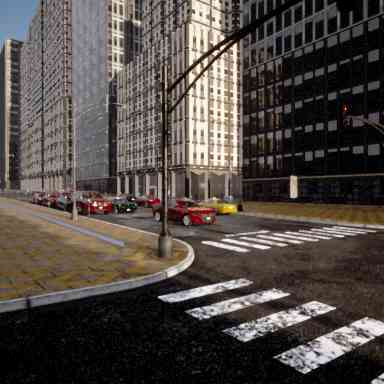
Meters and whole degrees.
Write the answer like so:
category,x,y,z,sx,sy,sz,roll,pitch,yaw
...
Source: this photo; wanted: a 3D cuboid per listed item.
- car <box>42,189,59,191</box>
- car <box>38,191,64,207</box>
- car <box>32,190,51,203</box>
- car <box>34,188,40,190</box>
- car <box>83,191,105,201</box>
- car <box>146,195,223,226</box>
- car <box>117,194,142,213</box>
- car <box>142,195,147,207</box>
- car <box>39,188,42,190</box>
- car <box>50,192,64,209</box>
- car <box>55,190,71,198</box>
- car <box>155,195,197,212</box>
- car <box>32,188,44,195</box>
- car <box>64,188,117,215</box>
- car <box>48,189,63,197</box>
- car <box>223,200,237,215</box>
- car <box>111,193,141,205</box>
category,x,y,z,sx,sy,sz,roll,pitch,yaw
car,-25.091,0.380,59.870,2.033,1.411,5.357,0,1,-34
car,-15.009,0.861,36.287,1.887,1.381,4.507,1,0,-36
car,-18.323,0.793,40.826,1.802,1.307,4.206,1,0,-36
car,-34.752,-0.104,77.547,1.967,1.590,4.097,1,0,-36
car,-14.874,0.646,50.314,1.947,1.339,4.313,1,0,-36
car,-0.593,1.177,20.900,1.882,1.535,5.008,0,1,-38
car,-6.512,1.112,29.018,1.895,1.301,4.718,0,1,-36
car,-4.934,0.977,36.697,1.802,1.307,4.206,1,0,-36
car,-31.441,0.104,73.009,1.887,1.381,4.507,1,0,-36
car,-11.697,0.987,31.749,1.947,1.339,4.313,1,0,-36
car,-24.914,0.289,64.068,1.752,1.417,4.829,1,0,-36
car,-1.620,1.066,32.158,1.947,1.339,4.313,1,0,-36
car,-38.065,-0.208,82.086,1.967,1.590,4.097,1,0,-36
car,-8.378,0.841,27.209,2.192,1.841,5.009,1,0,-36
car,-28.127,0.214,68.469,2.008,1.369,4.403,1,0,-36
car,1.662,1.127,27.811,1.752,1.417,4.829,1,0,-36
car,-8.248,0.856,41.236,1.947,1.339,4.313,1,0,-36
